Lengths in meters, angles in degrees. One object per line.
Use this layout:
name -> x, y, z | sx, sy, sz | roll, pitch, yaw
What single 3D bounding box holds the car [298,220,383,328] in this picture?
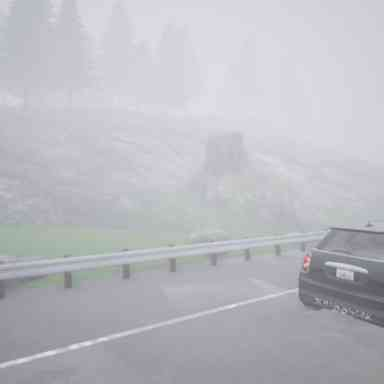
car -> 4.218, 1.348, 6.541 | 4.553, 1.767, 2.097 | 0, 0, -34
